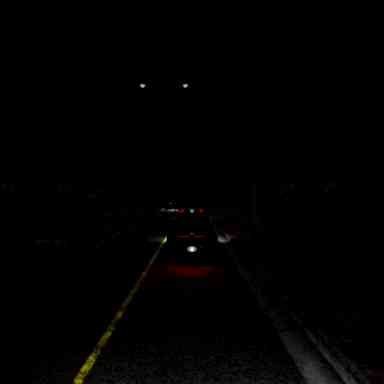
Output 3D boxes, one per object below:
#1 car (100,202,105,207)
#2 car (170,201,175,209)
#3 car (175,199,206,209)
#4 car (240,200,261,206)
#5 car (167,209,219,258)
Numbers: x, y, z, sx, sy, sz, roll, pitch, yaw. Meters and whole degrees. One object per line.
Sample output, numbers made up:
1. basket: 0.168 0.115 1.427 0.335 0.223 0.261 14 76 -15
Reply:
1. car: -20.603 2.681 70.163 4.403 1.369 2.008 -1 -1 0
2. car: -2.755 2.302 58.582 2.033 1.411 5.357 0 -1 0
3. car: 0.009 1.551 27.605 2.150 2.045 5.566 0 0 0
4. car: 12.383 2.415 70.173 4.313 1.339 1.947 0 -1 0
5. car: 0.019 1.661 13.513 1.837 1.490 4.892 0 0 0
